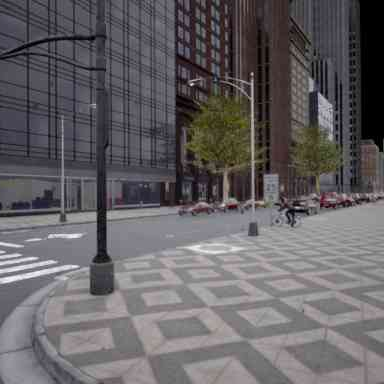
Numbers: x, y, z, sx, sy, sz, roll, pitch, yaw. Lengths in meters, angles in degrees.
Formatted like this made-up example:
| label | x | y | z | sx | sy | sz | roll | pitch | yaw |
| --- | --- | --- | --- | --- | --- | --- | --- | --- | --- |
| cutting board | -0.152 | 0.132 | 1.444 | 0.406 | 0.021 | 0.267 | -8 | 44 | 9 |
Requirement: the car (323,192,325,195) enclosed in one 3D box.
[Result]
| label | x | y | z | sx | sy | sz | roll | pitch | yaw |
| --- | --- | --- | --- | --- | --- | --- | --- | --- | --- |
| car | 22.124 | 1.051 | 52.827 | 2.150 | 2.045 | 5.566 | -1 | 0 | 35 |

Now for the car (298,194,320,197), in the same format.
| label | x | y | z | sx | sy | sz | roll | pitch | yaw |
| --- | --- | --- | --- | --- | --- | --- | --- | --- | --- |
| car | 13.394 | 1.348 | 40.124 | 2.128 | 1.511 | 4.902 | -1 | 0 | 35 |

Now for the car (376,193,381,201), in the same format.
| label | x | y | z | sx | sy | sz | roll | pitch | yaw |
| --- | --- | --- | --- | --- | --- | --- | --- | --- | --- |
| car | 42.565 | 1.358 | 78.027 | 1.802 | 1.307 | 4.206 | -1 | 0 | 35 |

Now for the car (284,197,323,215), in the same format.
| label | x | y | z | sx | sy | sz | roll | pitch | yaw |
| --- | --- | --- | --- | --- | --- | --- | --- | --- | --- |
| car | 10.625 | 1.424 | 31.557 | 1.947 | 1.339 | 4.313 | 0 | 0 | 35 |

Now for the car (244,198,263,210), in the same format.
| label | x | y | z | sx | sy | sz | roll | pitch | yaw |
| --- | --- | --- | --- | --- | --- | --- | --- | --- | --- |
| car | 6.797 | 1.494 | 41.038 | 1.802 | 1.307 | 4.206 | 0 | 0 | 35 |

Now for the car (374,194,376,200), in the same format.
| label | x | y | z | sx | sy | sz | roll | pitch | yaw |
| --- | --- | --- | --- | --- | --- | --- | --- | --- | --- |
| car | 36.273 | 1.302 | 68.873 | 1.752 | 1.417 | 4.829 | -1 | 0 | 35 |

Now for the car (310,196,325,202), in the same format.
| label | x | y | z | sx | sy | sz | roll | pitch | yaw |
| --- | --- | --- | --- | --- | --- | --- | --- | --- | --- |
| car | 25.964 | 1.417 | 68.924 | 1.947 | 1.339 | 4.313 | 0 | 0 | 35 |

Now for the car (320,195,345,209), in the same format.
| label | x | y | z | sx | sy | sz | roll | pitch | yaw |
| --- | --- | --- | --- | --- | --- | --- | --- | --- | --- |
| car | 17.013 | 1.377 | 40.852 | 1.887 | 1.381 | 4.507 | 0 | 0 | 35 |

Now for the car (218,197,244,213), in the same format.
| label | x | y | z | sx | sy | sz | roll | pitch | yaw |
| --- | --- | --- | --- | --- | --- | --- | --- | --- | --- |
| car | 3.601 | 1.366 | 36.390 | 1.967 | 1.590 | 4.097 | 0 | 0 | 35 |

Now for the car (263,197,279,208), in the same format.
| label | x | y | z | sx | sy | sz | roll | pitch | yaw |
| --- | --- | --- | --- | --- | --- | --- | --- | --- | --- |
| car | 9.895 | 1.425 | 45.545 | 1.752 | 1.417 | 4.829 | 0 | 0 | 35 |

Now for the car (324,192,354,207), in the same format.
| label | x | y | z | sx | sy | sz | roll | pitch | yaw |
| --- | --- | --- | --- | --- | --- | --- | --- | --- | --- |
| car | 20.206 | 1.136 | 45.500 | 2.192 | 1.841 | 5.009 | 0 | 0 | 35 |

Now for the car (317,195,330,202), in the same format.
| label | x | y | z | sx | sy | sz | roll | pitch | yaw |
| --- | --- | --- | --- | --- | --- | --- | --- | --- | --- |
| car | 29.158 | 1.426 | 73.570 | 1.802 | 1.307 | 4.206 | 0 | 0 | 35 |

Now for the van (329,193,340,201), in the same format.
| label | x | y | z | sx | sy | sz | roll | pitch | yaw |
| --- | --- | --- | --- | --- | --- | --- | --- | --- | --- |
| van | 35.544 | 1.185 | 82.867 | 1.690 | 1.788 | 3.998 | -1 | 0 | 35 |

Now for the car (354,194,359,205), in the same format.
| label | x | y | z | sx | sy | sz | roll | pitch | yaw |
| --- | --- | --- | --- | --- | --- | --- | --- | --- | --- |
| car | 23.401 | 1.377 | 50.145 | 1.947 | 1.339 | 4.313 | 0 | 0 | 35 |

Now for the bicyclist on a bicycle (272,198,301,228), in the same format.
| label | x | y | z | sx | sy | sz | roll | pitch | yaw |
| --- | --- | --- | --- | --- | --- | --- | --- | --- | --- |
| bicyclist on a bicycle | 5.202 | 1.177 | 18.439 | 1.656 | 1.620 | 0.582 | -1 | 0 | 35 |

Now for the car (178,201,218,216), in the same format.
| label | x | y | z | sx | sy | sz | roll | pitch | yaw |
| --- | --- | --- | --- | --- | --- | --- | --- | --- | --- |
| car | 0.408 | 1.524 | 31.743 | 1.802 | 1.307 | 4.206 | 0 | 0 | 35 |

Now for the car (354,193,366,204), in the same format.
| label | x | y | z | sx | sy | sz | roll | pitch | yaw |
| --- | --- | --- | --- | --- | --- | --- | --- | --- | --- |
| car | 26.594 | 1.117 | 54.793 | 2.192 | 1.841 | 5.009 | 0 | 0 | 35 |

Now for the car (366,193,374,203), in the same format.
| label | x | y | z | sx | sy | sz | roll | pitch | yaw |
| --- | --- | --- | --- | --- | --- | --- | --- | --- | --- |
| car | 32.982 | 1.099 | 64.087 | 2.192 | 1.841 | 5.009 | 0 | 0 | 35 |

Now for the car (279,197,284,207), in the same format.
| label | x | y | z | sx | sy | sz | roll | pitch | yaw |
| --- | --- | --- | --- | --- | --- | --- | --- | --- | --- |
| car | 13.186 | 1.455 | 50.334 | 1.947 | 1.339 | 4.313 | 0 | 0 | 35 |
